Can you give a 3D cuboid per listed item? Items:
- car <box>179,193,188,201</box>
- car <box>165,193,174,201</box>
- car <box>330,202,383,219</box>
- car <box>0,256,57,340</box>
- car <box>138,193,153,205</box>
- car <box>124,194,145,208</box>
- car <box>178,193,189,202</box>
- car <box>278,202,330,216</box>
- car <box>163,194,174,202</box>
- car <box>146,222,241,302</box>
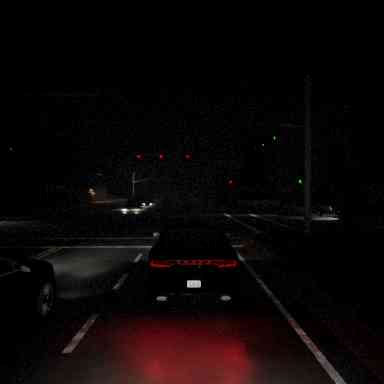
[{"bbox_3d":[-2.182,1.225,84.962,2.150,2.045,5.566,0,0,-1],"label":"car"},{"bbox_3d":[-5.688,1.269,85.134,2.097,1.767,4.553,0,0,-1],"label":"car"},{"bbox_3d":[14.762,1.564,28.946,4.181,1.385,1.994,0,0,-2],"label":"car"},{"bbox_3d":[-3.468,1.492,4.374,2.128,1.511,4.902,0,0,0],"label":"car"},{"bbox_3d":[-8.545,1.221,57.086,2.150,2.045,5.566,0,0,-1],"label":"car"},{"bbox_3d":[-8.307,1.477,47.102,1.882,1.535,5.008,0,0,-1],"label":"car"},{"bbox_3d":[-1.900,1.225,74.229,2.150,2.045,5.566,0,0,-1],"label":"car"},{"bbox_3d":[10.866,1.601,32.336,4.718,1.301,1.895,0,0,-2],"label":"car"},{"bbox_3d":[-5.415,1.532,74.529,2.033,1.411,5.357,0,0,-1],"label":"car"},{"bbox_3d":[0.001,1.478,8.365,1.882,1.535,5.008,0,0,-1],"label":"car"}]
